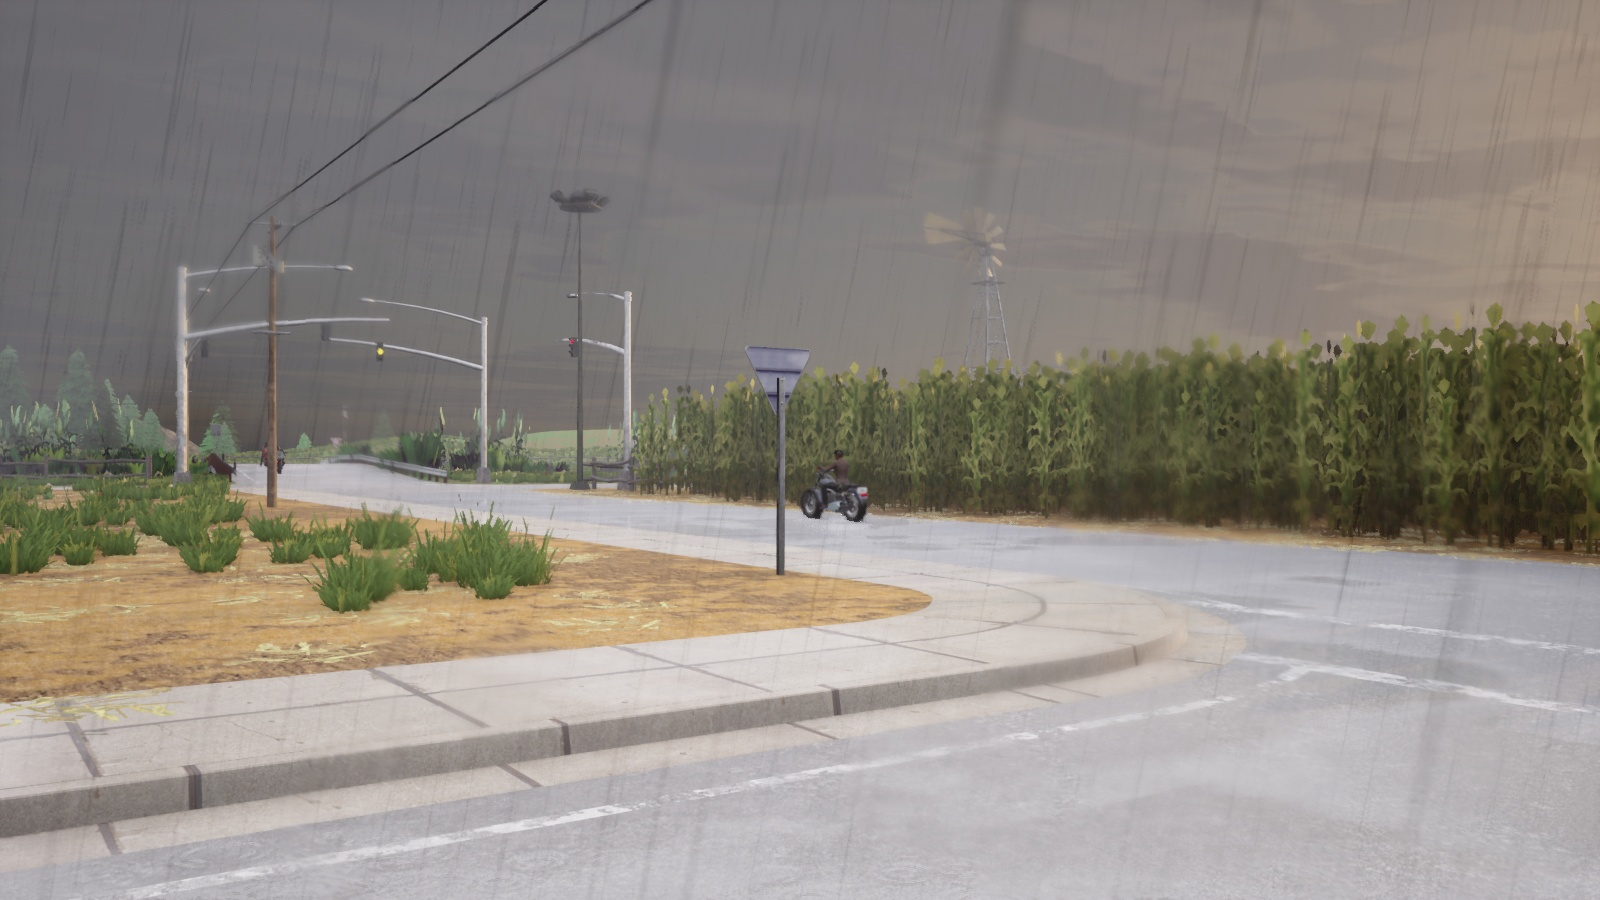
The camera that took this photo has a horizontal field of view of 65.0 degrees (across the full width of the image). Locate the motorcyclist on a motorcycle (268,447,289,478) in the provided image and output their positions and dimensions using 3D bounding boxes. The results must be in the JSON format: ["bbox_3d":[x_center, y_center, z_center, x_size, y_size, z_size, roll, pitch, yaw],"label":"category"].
[{"bbox_3d":[-28.523,0.664,68.635,0.866,1.530,2.191,0,3,-28],"label":"motorcyclist on a motorcycle"}]

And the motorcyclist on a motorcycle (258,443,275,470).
[{"bbox_3d":[-31.881,0.371,75.026,0.797,1.523,2.044,0,1,-27],"label":"motorcyclist on a motorcycle"}]

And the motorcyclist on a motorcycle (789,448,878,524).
[{"bbox_3d":[0.734,0.790,28.304,0.766,1.649,2.350,0,0,-34],"label":"motorcyclist on a motorcycle"}]
